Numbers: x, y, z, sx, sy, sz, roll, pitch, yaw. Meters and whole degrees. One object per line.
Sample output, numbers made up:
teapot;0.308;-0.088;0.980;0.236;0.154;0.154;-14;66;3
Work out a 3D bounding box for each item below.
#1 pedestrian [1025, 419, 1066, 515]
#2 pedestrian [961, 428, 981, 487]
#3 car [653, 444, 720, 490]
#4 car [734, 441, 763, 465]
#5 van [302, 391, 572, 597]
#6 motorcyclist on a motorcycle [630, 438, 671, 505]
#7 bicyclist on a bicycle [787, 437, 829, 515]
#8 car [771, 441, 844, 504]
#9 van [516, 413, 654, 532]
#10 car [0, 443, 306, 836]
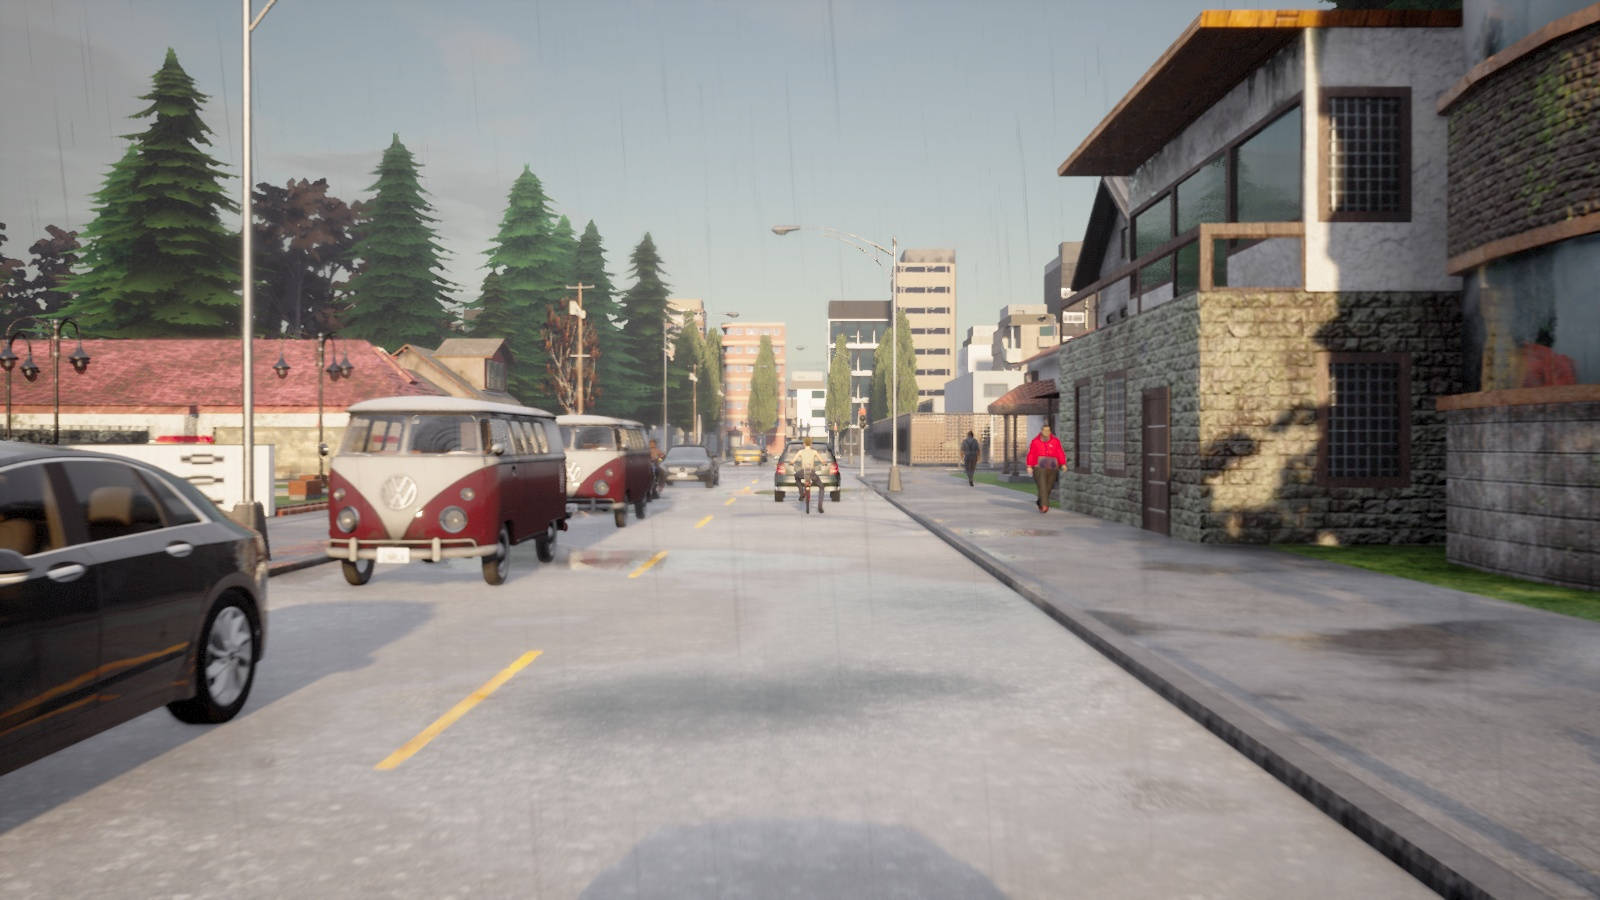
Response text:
pedestrian;4.770;0.322;24.435;0.634;1.844;0.899;0;0;0
pedestrian;5.453;0.235;39.977;0.540;1.848;0.694;0;0;1
car;-3.753;0.531;42.282;1.812;1.442;4.674;0;0;0
car;-3.519;0.197;86.094;1.801;1.575;5.366;0;0;-1
van;-3.905;0.415;14.343;1.775;1.987;4.442;0;0;0
motorcyclist on a motorcycle;-3.808;0.512;32.167;0.766;1.649;2.350;0;0;0
bicyclist on a bicycle;0.164;0.533;26.543;0.866;1.612;1.509;0;0;0
car;0.195;0.541;32.728;1.789;1.549;3.705;0;0;0
van;-3.856;0.365;23.238;1.775;1.987;4.442;0;0;0
car;-3.956;0.719;5.247;1.837;1.490;4.892;0;0;0
